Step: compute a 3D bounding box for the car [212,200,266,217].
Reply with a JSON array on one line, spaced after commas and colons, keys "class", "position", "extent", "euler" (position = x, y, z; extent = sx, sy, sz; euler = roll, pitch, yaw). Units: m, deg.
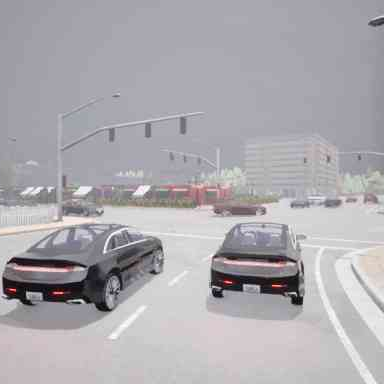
[{"class": "car", "position": [4.396, 1.520, 31.075], "extent": [5.008, 1.535, 1.882], "euler": [0, 1, -6]}]

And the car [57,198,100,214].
[{"class": "car", "position": [-12.778, 1.533, 37.415], "extent": [5.008, 1.535, 1.882], "euler": [0, 0, 32]}]

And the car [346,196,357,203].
[{"class": "car", "position": [34.090, 1.524, 70.951], "extent": [1.812, 1.442, 4.674], "euler": [0, 0, 31]}]

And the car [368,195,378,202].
[{"class": "car", "position": [42.086, 1.524, 77.344], "extent": [1.812, 1.442, 4.674], "euler": [0, 0, 31]}]

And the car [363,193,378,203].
[{"class": "car", "position": [36.576, 1.225, 68.305], "extent": [2.150, 2.045, 5.566], "euler": [0, 0, 31]}]

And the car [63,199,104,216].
[{"class": "car", "position": [-10.574, 1.547, 31.932], "extent": [4.902, 1.511, 2.128], "euler": [0, 0, 32]}]

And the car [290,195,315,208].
[{"class": "car", "position": [15.436, 1.547, 47.260], "extent": [2.033, 1.411, 5.357], "euler": [0, 0, 31]}]

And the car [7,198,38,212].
[{"class": "car", "position": [-18.855, 1.619, 37.065], "extent": [4.181, 1.385, 1.994], "euler": [0, 0, 32]}]

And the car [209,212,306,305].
[{"class": "car", "position": [1.735, 1.492, 8.212], "extent": [2.128, 1.511, 4.902], "euler": [0, 0, 16]}]

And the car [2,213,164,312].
[{"class": "car", "position": [-2.081, 1.492, 7.816], "extent": [2.128, 1.511, 4.902], "euler": [0, 0, 12]}]

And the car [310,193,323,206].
[{"class": "car", "position": [21.048, 1.221, 56.430], "extent": [2.150, 2.045, 5.566], "euler": [0, 0, 31]}]

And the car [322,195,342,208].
[{"class": "car", "position": [21.193, 1.477, 49.624], "extent": [1.882, 1.535, 5.008], "euler": [0, 0, 31]}]
